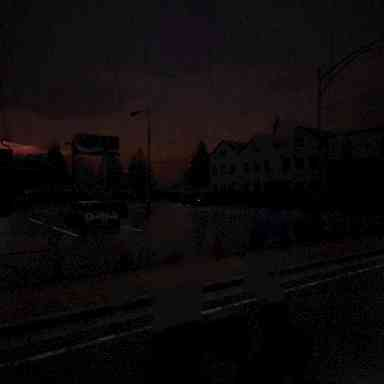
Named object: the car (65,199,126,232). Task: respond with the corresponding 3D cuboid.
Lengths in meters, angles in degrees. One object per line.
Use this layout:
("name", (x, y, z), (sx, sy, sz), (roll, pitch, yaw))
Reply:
("car", (-5.386, 1.248, 17.842), (1.970, 1.475, 3.806), (0, 0, -36))

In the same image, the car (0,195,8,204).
("car", (-39.279, 1.495, 66.051), (4.611, 1.667, 2.242), (0, 0, -36))

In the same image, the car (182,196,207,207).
("car", (0.370, 1.349, 48.808), (1.812, 1.442, 4.674), (0, 0, -36))

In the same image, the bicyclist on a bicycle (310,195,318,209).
("bicyclist on a bicycle", (13.588, 1.124, 36.788), (1.656, 1.620, 0.582), (0, 0, -35))

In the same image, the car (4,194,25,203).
("car", (-39.054, 1.328, 73.179), (3.866, 1.878, 1.905), (0, 0, -36))

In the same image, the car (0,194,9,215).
("car", (-17.993, 1.113, 29.794), (1.932, 1.855, 4.605), (0, 0, -36))

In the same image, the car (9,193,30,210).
("car", (-19.907, 1.092, 38.103), (1.905, 1.878, 3.866), (0, 0, -36))

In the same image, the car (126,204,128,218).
("car", (-6.518, 1.313, 25.704), (2.007, 1.523, 4.514), (0, 0, -36))
